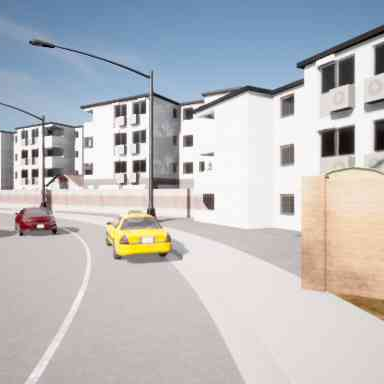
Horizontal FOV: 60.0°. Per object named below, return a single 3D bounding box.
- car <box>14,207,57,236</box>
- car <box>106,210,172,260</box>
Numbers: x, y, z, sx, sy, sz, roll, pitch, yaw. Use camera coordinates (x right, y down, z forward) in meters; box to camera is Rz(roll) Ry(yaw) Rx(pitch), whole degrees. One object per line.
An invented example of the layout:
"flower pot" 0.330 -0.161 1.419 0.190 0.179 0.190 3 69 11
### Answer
"car" -8.716 1.533 18.462 1.812 1.442 4.674 0 0 -32
"car" -2.194 1.456 12.607 1.801 1.575 5.366 0 0 -19
